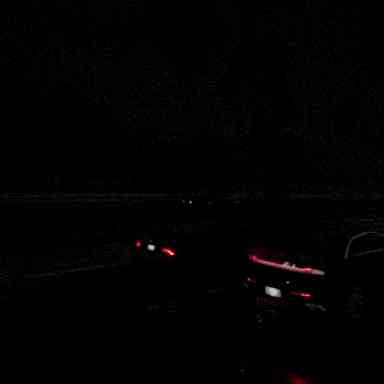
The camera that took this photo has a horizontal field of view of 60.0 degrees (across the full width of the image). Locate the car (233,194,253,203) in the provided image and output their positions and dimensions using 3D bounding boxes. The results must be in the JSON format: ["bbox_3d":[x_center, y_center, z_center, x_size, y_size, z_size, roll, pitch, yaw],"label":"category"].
[{"bbox_3d":[6.806,1.002,38.688,4.902,1.511,2.128,0,1,-42],"label":"car"}]

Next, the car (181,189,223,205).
[{"bbox_3d":[1.167,0.647,38.351,5.566,2.045,2.150,0,1,-42],"label":"car"}]

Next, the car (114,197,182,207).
[{"bbox_3d":[-3.229,1.140,20.416,4.892,1.490,1.837,0,1,-42],"label":"car"}]

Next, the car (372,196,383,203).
[{"bbox_3d":[37.828,1.411,66.122,4.718,1.301,1.895,1,1,-42],"label":"car"}]

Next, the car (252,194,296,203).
[{"bbox_3d":[9.373,1.140,36.290,5.357,1.411,2.033,0,1,-42],"label":"car"}]

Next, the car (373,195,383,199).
[{"bbox_3d":[27.107,1.233,47.341,4.902,1.511,2.128,1,1,-41],"label":"car"}]

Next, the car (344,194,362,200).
[{"bbox_3d":[31.791,1.164,65.434,4.892,1.490,1.837,1,1,-42],"label":"car"}]

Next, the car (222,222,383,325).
[{"bbox_3d":[3.153,1.441,7.097,4.902,1.511,2.128,0,1,-42],"label":"car"}]

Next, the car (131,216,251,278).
[{"bbox_3d":[0.883,1.416,9.763,5.357,1.411,2.033,0,1,-41],"label":"car"}]
